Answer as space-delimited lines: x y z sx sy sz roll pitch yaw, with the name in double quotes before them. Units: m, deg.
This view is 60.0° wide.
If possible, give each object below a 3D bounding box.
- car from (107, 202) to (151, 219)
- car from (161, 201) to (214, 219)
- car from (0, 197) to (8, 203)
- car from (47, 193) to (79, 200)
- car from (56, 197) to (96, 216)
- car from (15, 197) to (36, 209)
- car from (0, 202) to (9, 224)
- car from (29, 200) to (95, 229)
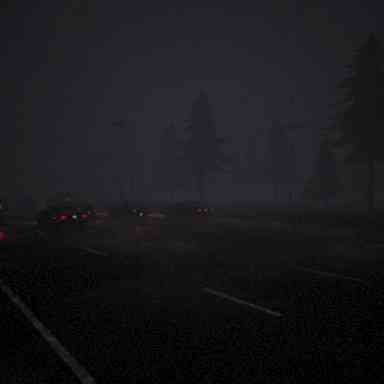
"car" -5.529 1.514 28.700 1.895 1.301 4.718 0 0 -39
"car" -0.497 1.463 28.078 2.033 1.411 5.357 0 0 -39
"car" -22.694 1.386 38.638 1.837 1.490 4.892 0 0 -39
"car" -16.808 1.092 42.495 2.150 2.045 5.566 0 0 -39
"car" -9.696 1.439 28.246 1.812 1.442 4.674 0 0 -39
"car" -20.971 1.348 42.058 1.882 1.535 5.008 0 0 -39
"car" -14.203 1.530 22.723 1.895 1.301 4.718 0 0 -39
"car" -8.359 1.483 21.105 2.033 1.411 5.357 0 0 -39
